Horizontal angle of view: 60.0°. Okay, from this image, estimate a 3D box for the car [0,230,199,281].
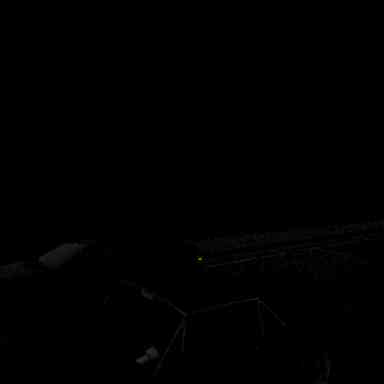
[{"bbox_3d":[-1.853,1.515,6.356,4.674,1.442,1.812,0,0,-36],"label":"car"}]

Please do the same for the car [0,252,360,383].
[{"bbox_3d":[-0.340,1.593,3.444,4.718,1.301,1.895,0,0,-36],"label":"car"}]
